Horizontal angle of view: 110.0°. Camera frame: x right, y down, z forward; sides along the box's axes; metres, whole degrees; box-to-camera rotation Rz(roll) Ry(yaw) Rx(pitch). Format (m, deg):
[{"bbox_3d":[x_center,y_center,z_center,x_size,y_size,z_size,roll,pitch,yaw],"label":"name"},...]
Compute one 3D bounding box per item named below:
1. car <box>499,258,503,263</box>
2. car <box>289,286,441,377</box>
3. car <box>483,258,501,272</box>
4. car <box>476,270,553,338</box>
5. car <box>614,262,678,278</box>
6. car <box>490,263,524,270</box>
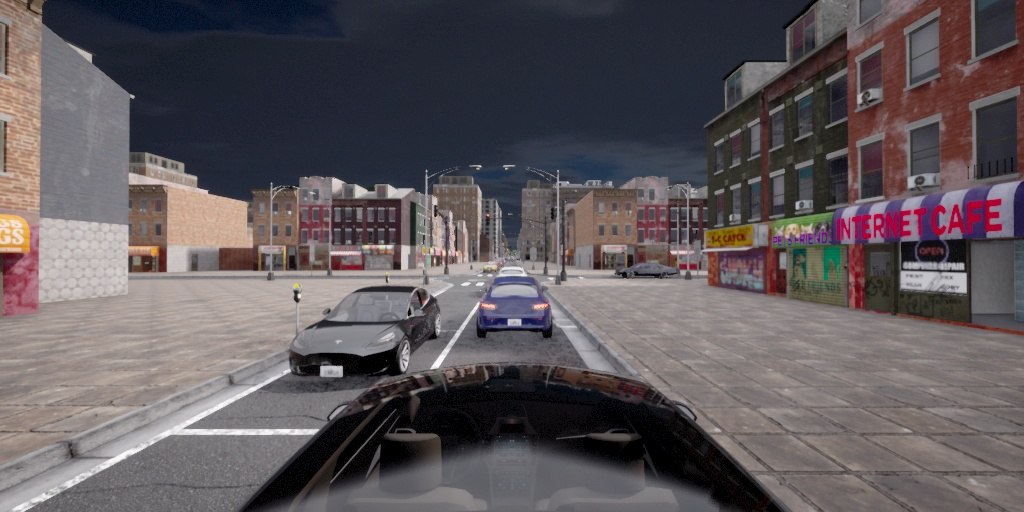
[{"bbox_3d":[-2.694,1.352,50.793,1.888,1.381,4.507,0,0,0],"label":"car"},{"bbox_3d":[-2.645,1.316,7.420,1.948,1.339,4.313,0,0,0],"label":"car"},{"bbox_3d":[-2.688,1.319,45.018,1.751,1.417,4.829,0,0,0],"label":"car"},{"bbox_3d":[0.069,1.277,10.100,1.812,1.442,4.674,0,0,0],"label":"car"},{"bbox_3d":[12.289,1.302,33.021,5.357,1.411,2.033,0,0,0],"label":"car"},{"bbox_3d":[-0.003,1.283,19.234,1.812,1.442,4.674,0,0,0],"label":"car"}]
